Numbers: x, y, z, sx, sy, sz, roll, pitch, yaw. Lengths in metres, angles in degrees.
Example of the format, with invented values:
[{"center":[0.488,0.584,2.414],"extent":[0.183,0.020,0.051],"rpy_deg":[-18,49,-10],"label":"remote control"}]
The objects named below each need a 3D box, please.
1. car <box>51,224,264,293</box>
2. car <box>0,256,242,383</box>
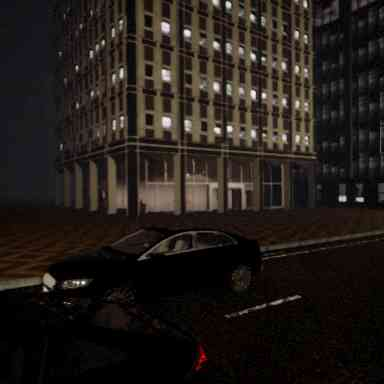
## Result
[{"center":[-0.574,1.498,7.262],"extent":[4.902,1.511,2.128],"rpy_deg":[0,0,-35],"label":"car"},{"center":[-1.844,1.564,2.366],"extent":[4.181,1.385,1.994],"rpy_deg":[0,0,-35],"label":"car"}]
